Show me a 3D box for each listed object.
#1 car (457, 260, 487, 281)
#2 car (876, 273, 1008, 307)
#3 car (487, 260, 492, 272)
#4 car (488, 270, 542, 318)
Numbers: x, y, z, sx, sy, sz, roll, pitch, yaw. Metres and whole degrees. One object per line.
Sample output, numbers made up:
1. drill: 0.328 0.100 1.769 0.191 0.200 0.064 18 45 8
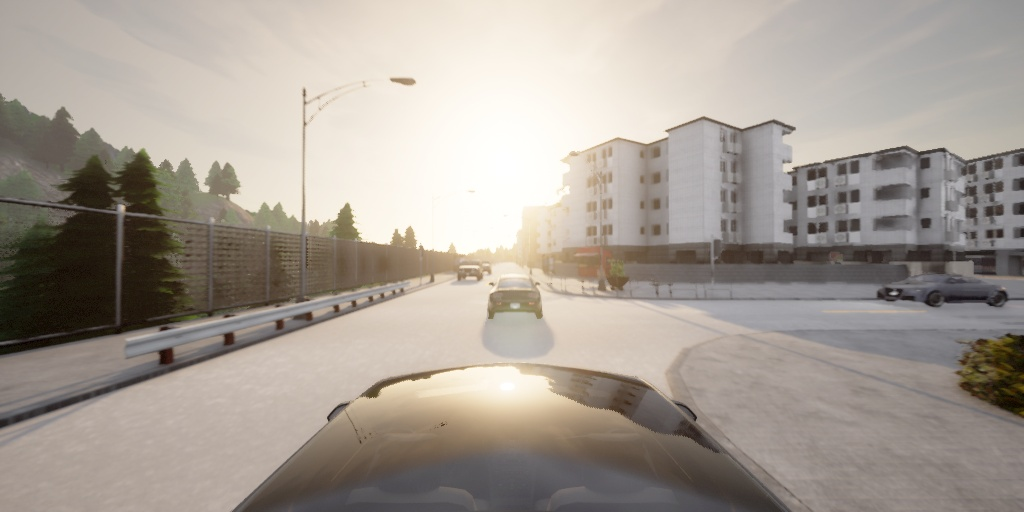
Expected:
1. car: -4.098 1.370 36.100 2.150 2.045 5.566 0 -1 0
2. car: 18.983 1.478 15.961 4.181 1.385 1.994 0 -1 0
3. car: -4.056 1.545 51.280 2.150 2.045 5.566 0 0 0
4. car: 0.093 1.412 13.490 1.812 1.442 4.674 0 -1 0
